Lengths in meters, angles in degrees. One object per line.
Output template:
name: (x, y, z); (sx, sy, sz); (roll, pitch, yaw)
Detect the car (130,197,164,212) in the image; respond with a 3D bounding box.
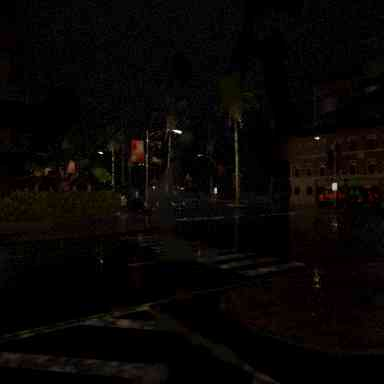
car: (-5.563, 1.352, 38.869); (2.097, 1.767, 4.553); (0, 0, -35)

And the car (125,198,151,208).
car: (-7.898, 1.601, 48.287); (1.895, 1.301, 4.718); (0, 0, -35)

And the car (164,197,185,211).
car: (-2.729, 1.352, 40.929); (2.097, 1.767, 4.553); (0, 0, -35)

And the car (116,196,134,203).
car: (-13.861, 1.522, 68.716); (1.812, 1.442, 4.674); (0, 0, -39)
